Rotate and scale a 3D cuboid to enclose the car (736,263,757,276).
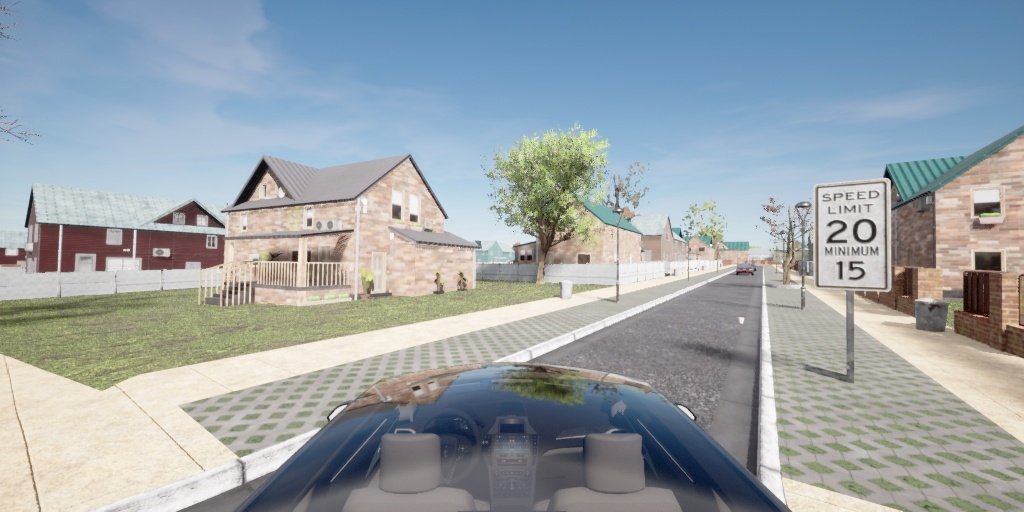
[{"bbox_3d":[28.794,1.633,44.233,2.033,1.411,5.357,0,0,35],"label":"car"}]
